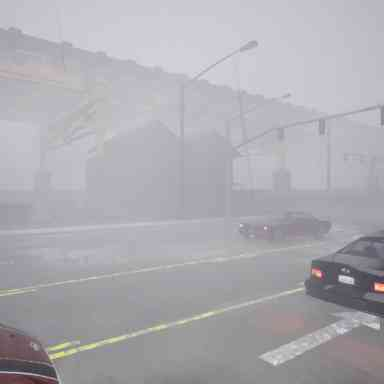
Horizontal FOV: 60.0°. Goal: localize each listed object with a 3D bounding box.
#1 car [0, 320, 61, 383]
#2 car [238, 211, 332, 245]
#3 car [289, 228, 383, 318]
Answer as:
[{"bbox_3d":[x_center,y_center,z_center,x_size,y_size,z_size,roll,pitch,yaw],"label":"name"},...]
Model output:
[{"bbox_3d":[-2.989,1.352,1.615,4.553,1.767,2.097,0,0,-36],"label":"car"},{"bbox_3d":[4.408,1.601,15.669,4.718,1.301,1.895,0,0,-35],"label":"car"},{"bbox_3d":[4.692,1.547,7.133,5.357,1.411,2.033,0,0,-35],"label":"car"}]
